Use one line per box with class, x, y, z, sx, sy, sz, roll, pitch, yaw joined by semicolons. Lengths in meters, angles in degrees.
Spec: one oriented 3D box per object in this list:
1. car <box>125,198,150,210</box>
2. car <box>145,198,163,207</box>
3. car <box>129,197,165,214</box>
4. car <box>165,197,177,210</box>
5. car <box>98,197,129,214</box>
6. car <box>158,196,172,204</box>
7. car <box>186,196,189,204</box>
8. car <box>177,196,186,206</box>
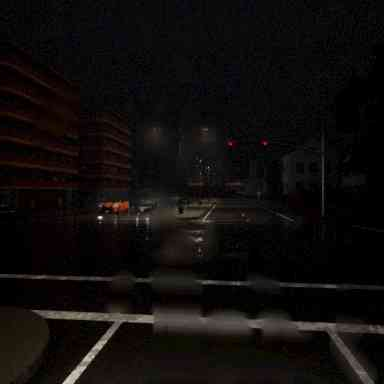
car;-7.139;1.543;44.359;2.033;1.411;5.357;0;0;6
car;-6.146;1.598;53.890;1.895;1.301;4.718;0;0;6
car;-4.605;1.490;34.871;2.128;1.511;4.902;0;0;6
car;-3.653;1.599;44.081;1.895;1.301;4.718;0;0;6
car;-8.120;1.350;34.941;2.097;1.767;4.553;0;0;6
car;-5.089;1.561;63.865;1.994;1.385;4.181;0;0;6
car;-1.657;1.502;63.030;1.837;1.490;4.892;0;0;7
car;-2.706;1.489;53.127;2.128;1.511;4.902;0;0;6
